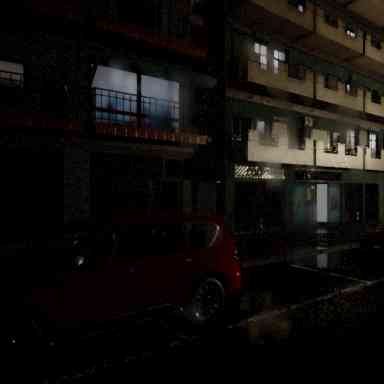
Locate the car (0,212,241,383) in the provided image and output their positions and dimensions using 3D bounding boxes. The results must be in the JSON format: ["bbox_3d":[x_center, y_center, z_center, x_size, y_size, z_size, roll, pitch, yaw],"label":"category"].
[{"bbox_3d":[-1.396,1.315,5.561,5.009,1.841,2.192,0,0,-35],"label":"car"}]

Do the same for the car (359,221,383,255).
[{"bbox_3d":[7.845,1.548,12.105,4.507,1.381,1.887,0,0,-35],"label":"car"}]
